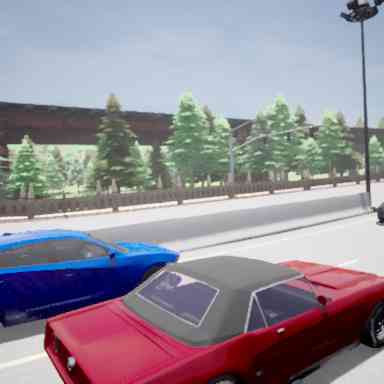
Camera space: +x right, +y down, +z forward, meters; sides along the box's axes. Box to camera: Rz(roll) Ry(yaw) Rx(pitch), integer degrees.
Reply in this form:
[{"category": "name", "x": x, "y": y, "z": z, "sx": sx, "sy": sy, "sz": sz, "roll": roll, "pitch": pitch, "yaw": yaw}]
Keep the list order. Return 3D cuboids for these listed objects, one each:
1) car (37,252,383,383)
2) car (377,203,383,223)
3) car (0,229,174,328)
[{"category": "car", "x": 0.782, "y": 1.528, "z": 4.320, "sx": 4.718, "sy": 1.301, "sz": 1.895, "roll": -2, "pitch": 1, "yaw": -36}, {"category": "car", "x": 10.531, "y": 0.647, "z": 15.654, "sx": 4.181, "sy": 1.385, "sz": 1.994, "roll": -5, "pitch": 3, "yaw": -36}, {"category": "car", "x": -2.512, "y": 1.447, "z": 6.265, "sx": 5.008, "sy": 1.535, "sz": 1.882, "roll": -2, "pitch": 1, "yaw": -36}]
